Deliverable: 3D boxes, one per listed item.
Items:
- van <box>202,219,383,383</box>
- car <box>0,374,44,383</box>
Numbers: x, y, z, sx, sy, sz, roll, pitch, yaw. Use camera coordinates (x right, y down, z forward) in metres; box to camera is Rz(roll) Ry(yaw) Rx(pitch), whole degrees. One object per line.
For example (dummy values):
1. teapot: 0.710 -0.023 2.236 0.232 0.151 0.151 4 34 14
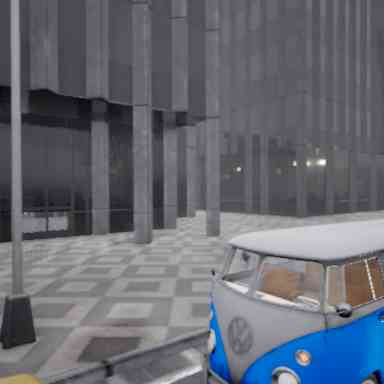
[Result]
1. van: 2.006 1.305 4.190 3.998 1.788 1.690 -1 0 -36
2. car: -2.667 1.530 0.737 4.829 1.417 1.752 0 0 -36
